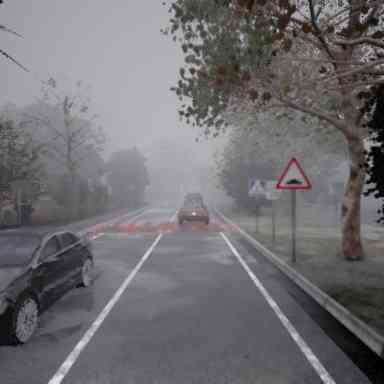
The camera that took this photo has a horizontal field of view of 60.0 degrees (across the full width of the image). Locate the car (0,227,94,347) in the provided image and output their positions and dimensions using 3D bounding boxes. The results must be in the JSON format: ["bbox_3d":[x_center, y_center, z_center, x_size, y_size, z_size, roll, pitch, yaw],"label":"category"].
[{"bbox_3d":[-3.347,1.497,6.418,2.128,1.511,4.902,0,0,0],"label":"car"}]

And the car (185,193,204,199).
[{"bbox_3d":[0.278,1.077,39.889,2.150,2.045,5.566,0,1,2],"label":"car"}]

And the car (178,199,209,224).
[{"bbox_3d":[0.118,1.369,22.227,1.994,1.385,4.181,1,-2,0],"label":"car"}]
